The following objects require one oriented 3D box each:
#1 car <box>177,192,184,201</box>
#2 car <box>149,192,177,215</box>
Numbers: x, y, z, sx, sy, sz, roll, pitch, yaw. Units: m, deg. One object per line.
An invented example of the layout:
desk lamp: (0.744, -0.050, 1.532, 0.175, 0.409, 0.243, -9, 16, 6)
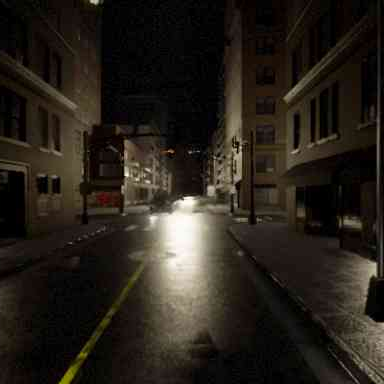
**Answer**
car: (-2.971, 1.103, 76.158, 2.150, 2.045, 5.566, 0, 0, 0)
car: (-2.986, 1.285, 33.867, 2.150, 2.045, 5.566, 0, 2, 0)
